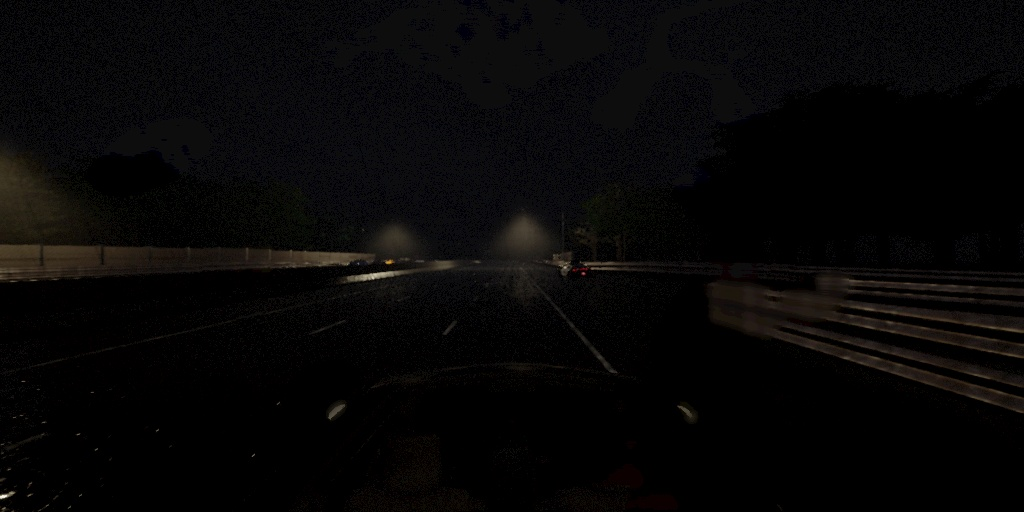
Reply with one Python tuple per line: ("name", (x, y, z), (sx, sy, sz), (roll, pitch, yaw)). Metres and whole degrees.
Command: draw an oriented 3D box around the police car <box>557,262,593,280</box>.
("police car", (5.664, 1.368, 33.037), (2.038, 1.542, 4.974), (-2, 0, -11))
